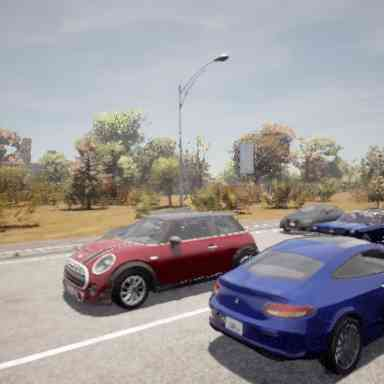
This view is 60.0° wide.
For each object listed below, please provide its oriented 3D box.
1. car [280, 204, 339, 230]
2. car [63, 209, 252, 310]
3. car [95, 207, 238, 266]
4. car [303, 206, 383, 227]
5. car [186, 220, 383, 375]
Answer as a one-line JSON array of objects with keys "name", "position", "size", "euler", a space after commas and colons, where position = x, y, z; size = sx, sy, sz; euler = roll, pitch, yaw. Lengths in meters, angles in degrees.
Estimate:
[{"name": "car", "position": [6.497, 1.343, 17.141], "size": [4.181, 1.385, 1.994], "euler": [-1, 1, -34]}, {"name": "car", "position": [-0.568, 1.294, 7.850], "size": [4.553, 1.767, 2.097], "euler": [-1, 1, -36]}, {"name": "car", "position": [-0.765, 1.414, 12.029], "size": [4.892, 1.490, 1.837], "euler": [-1, 1, -35]}, {"name": "car", "position": [6.756, 1.412, 13.066], "size": [4.718, 1.301, 1.895], "euler": [-1, 1, -35]}, {"name": "car", "position": [2.392, 1.453, 5.453], "size": [4.674, 1.442, 1.812], "euler": [-1, 1, -36]}]
